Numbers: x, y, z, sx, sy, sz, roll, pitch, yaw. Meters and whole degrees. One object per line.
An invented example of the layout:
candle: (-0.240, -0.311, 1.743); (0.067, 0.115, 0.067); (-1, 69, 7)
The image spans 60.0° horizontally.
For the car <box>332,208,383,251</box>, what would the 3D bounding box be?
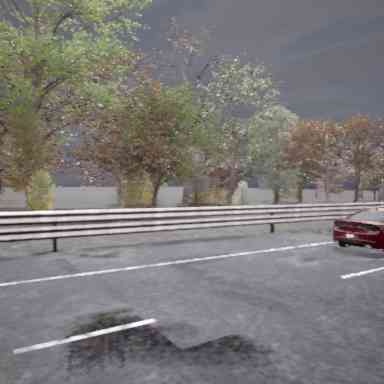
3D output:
car: (7.519, 1.363, 12.738); (5.008, 1.535, 1.882); (0, 1, -32)
